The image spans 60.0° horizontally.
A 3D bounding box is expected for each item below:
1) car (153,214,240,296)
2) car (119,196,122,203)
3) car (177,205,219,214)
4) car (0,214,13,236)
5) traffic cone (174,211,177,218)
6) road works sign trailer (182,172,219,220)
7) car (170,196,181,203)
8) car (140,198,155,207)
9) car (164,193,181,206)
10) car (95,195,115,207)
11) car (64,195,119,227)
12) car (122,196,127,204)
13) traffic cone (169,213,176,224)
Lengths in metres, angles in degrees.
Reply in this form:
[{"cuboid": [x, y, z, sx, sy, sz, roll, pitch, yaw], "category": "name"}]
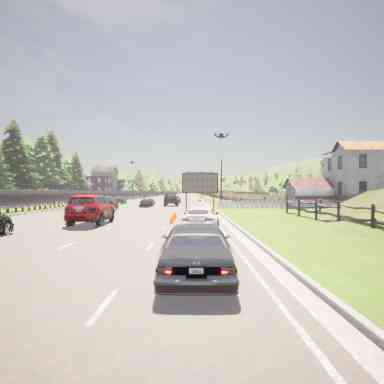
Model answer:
[{"cuboid": [0.110, 1.547, 8.825, 2.033, 1.411, 5.357, 0, 0, 1], "category": "car"}, {"cuboid": [-10.344, 1.351, 40.332, 2.097, 1.767, 4.553, 0, 0, 1], "category": "car"}, {"cuboid": [0.477, 1.540, 18.454, 1.812, 1.442, 4.674, -1, -1, 6], "category": "car"}, {"cuboid": [-10.379, 1.353, 15.534, 2.097, 1.767, 4.553, 0, 0, 0], "category": "car"}, {"cuboid": [-1.453, 1.955, 25.181, 0.340, 0.580, 0.340, 0, 0, 0], "category": "traffic cone"}, {"cuboid": [0.518, 0.464, 22.068, 2.380, 3.560, 2.880, 0, 0, -3], "category": "road works sign trailer"}, {"cuboid": [-3.307, 1.564, 68.577, 1.994, 1.385, 4.181, 0, 0, 0], "category": "car"}, {"cuboid": [-6.830, 1.564, 51.220, 1.994, 1.385, 4.181, 0, 0, 0], "category": "car"}, {"cuboid": [-3.327, 1.221, 53.362, 2.150, 2.045, 5.566, 0, 0, 0], "category": "car"}, {"cuboid": [-13.829, 1.352, 53.136, 2.097, 1.767, 4.553, 0, 0, 0], "category": "car"}, {"cuboid": [-6.869, 1.223, 22.828, 2.150, 2.045, 5.566, 0, 0, 0], "category": "car"}, {"cuboid": [-13.813, 1.525, 63.738, 1.812, 1.442, 4.674, 0, 0, 0], "category": "car"}, {"cuboid": [-1.456, 1.955, 23.181, 0.340, 0.580, 0.340, 0, 0, 0], "category": "traffic cone"}]
